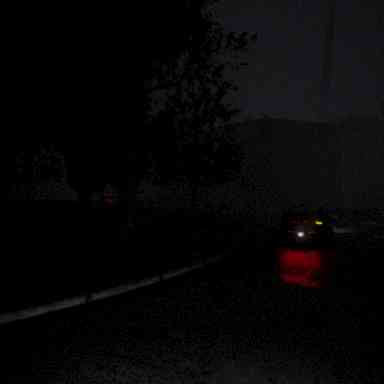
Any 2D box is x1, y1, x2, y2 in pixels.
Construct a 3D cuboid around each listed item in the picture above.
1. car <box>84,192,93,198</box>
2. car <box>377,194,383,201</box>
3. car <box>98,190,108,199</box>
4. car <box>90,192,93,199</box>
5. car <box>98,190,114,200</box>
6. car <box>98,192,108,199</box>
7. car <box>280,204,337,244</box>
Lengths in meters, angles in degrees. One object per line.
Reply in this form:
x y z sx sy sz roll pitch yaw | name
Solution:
-23.941 0.769 76.987 1.994 1.385 4.181 0 -1 -15 | car
28.490 0.484 46.755 2.185 1.767 4.553 -1 1 -26 | car
-21.334 0.539 79.857 2.150 2.045 5.566 0 -1 -15 | car
-21.357 0.536 67.159 2.097 1.767 4.553 0 -1 -15 | car
-13.785 0.559 54.076 1.837 1.490 4.892 0 0 -20 | car
-18.404 0.743 68.707 1.994 1.385 4.181 0 -1 -15 | car
5.155 1.293 14.685 1.837 1.490 4.892 0 1 26 | car
